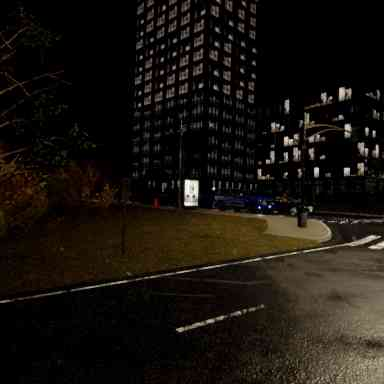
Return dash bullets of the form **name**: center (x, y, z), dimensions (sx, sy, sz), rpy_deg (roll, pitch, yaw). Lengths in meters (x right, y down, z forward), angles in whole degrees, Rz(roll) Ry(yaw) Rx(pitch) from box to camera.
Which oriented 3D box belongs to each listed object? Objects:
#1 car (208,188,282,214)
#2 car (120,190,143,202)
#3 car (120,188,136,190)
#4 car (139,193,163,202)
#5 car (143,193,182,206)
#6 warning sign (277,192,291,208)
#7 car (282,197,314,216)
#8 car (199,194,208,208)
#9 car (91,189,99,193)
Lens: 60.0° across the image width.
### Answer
- **car**: center (4.240, 0.726, 27.684), dimensions (2.150, 2.045, 5.566), rpy_deg (3, -1, -39)
- **car**: center (-9.702, 0.759, 49.200), dimensions (1.895, 1.301, 4.718), rpy_deg (3, -1, -41)
- **car**: center (-11.302, 0.390, 56.143), dimensions (2.150, 2.045, 5.566), rpy_deg (3, 0, -42)
- **car**: center (-6.881, 0.901, 55.991), dimensions (1.994, 1.385, 4.181), rpy_deg (3, -1, -41)
- **car**: center (-2.984, 0.899, 36.387), dimensions (1.895, 1.301, 4.718), rpy_deg (3, -1, -40)
- **warning sign**: center (10.966, 0.990, 39.523), dimensions (1.300, 1.860, 1.060), rpy_deg (2, -1, -40)
- **car**: center (7.905, 1.146, 28.314), dimensions (2.128, 1.511, 4.902), rpy_deg (3, -1, -40)
- **car**: center (2.010, 0.964, 35.488), dimensions (1.882, 1.535, 5.008), rpy_deg (3, -1, -40)
- **car**: center (-14.056, 0.339, 49.263), dimensions (2.097, 1.767, 4.553), rpy_deg (3, -1, -41)
